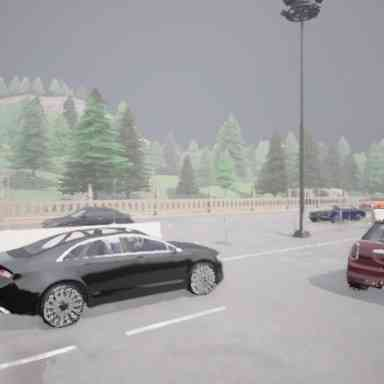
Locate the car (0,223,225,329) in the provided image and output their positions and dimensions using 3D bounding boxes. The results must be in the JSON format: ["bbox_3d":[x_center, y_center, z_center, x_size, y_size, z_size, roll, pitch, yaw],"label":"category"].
[{"bbox_3d":[-1.488,1.495,6.988,4.902,1.511,2.128,0,0,-36],"label":"car"}]

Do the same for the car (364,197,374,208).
[{"bbox_3d":[22.804,1.397,41.220,4.553,1.767,2.097,0,0,-34],"label":"car"}]

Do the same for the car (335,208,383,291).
[{"bbox_3d":[5.687,1.362,7.848,4.553,1.767,2.097,0,0,-36],"label":"car"}]

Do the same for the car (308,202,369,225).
[{"bbox_3d":[10.712,1.626,24.562,4.718,1.301,1.895,0,0,-35],"label":"car"}]

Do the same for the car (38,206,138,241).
[{"bbox_3d":[-5.343,1.532,17.374,4.674,1.442,1.812,0,0,-36],"label":"car"}]
